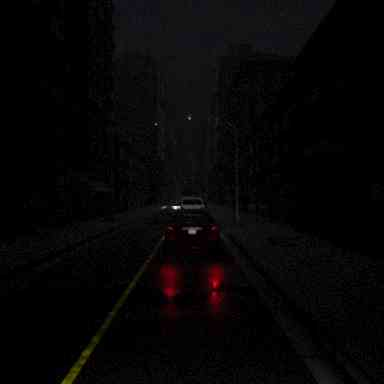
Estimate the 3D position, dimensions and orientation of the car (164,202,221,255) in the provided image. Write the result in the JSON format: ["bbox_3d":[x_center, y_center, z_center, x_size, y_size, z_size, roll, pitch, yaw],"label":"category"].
[{"bbox_3d":[0.011,1.477,14.077,2.097,1.767,4.553,0,-1,0],"label":"car"}]

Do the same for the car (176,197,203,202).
[{"bbox_3d":[0.017,1.474,29.019,2.150,2.045,5.566,0,0,0],"label":"car"}]

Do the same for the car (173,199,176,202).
[{"bbox_3d":[-2.960,2.203,69.597,2.128,1.511,4.902,0,-1,0],"label":"car"}]
